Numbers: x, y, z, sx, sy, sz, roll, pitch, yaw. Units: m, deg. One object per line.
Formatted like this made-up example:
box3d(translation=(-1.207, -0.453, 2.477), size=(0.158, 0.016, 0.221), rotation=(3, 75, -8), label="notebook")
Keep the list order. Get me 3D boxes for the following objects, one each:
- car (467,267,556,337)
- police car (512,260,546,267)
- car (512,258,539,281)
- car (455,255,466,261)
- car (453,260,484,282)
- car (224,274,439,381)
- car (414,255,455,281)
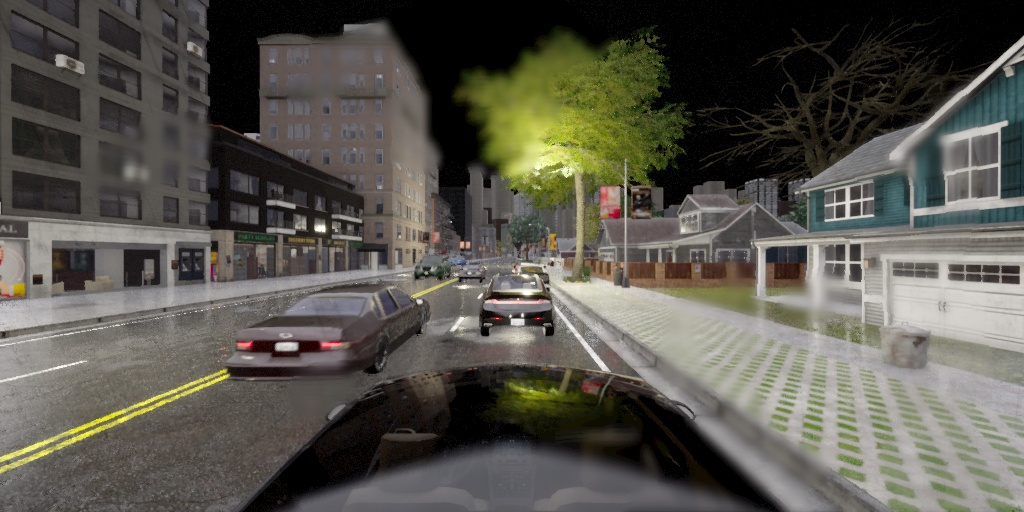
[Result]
box3d(translation=(0.131, 1.238, 10.315), size=(2.128, 1.511, 4.902), rotation=(0, 0, 0), label="car")
box3d(translation=(1.045, 1.163, 20.564), size=(1.930, 1.638, 5.238), rotation=(0, 0, 0), label="police car")
box3d(translation=(1.082, 1.079, 30.424), size=(2.097, 1.767, 4.553), rotation=(0, 0, 0), label="car")
box3d(translation=(-9.555, 0.914, 63.938), size=(2.150, 2.045, 5.566), rotation=(0, 0, 1), label="car")
box3d(translation=(-3.053, 1.277, 28.345), size=(2.033, 1.411, 5.357), rotation=(0, 0, 0), label="car")
box3d(translation=(-3.122, 1.295, 7.440), size=(2.033, 1.411, 5.357), rotation=(0, 0, -1), label="car")
box3d(translation=(-6.494, 0.949, 29.956), size=(2.150, 2.045, 5.566), rotation=(0, 0, 0), label="car")
